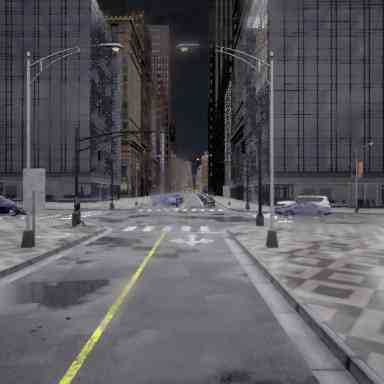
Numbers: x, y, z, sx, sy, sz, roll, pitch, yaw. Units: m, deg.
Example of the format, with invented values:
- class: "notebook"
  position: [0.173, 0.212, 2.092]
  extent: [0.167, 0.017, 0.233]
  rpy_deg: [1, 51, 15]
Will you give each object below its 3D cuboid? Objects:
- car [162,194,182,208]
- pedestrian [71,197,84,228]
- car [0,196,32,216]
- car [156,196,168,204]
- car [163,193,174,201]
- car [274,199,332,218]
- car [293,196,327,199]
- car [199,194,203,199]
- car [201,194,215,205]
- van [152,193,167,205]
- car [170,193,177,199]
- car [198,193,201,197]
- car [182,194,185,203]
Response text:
- class: "car"
  position: [-2.911, 1.433, 48.500]
  extent: [1.882, 1.535, 5.008]
  rpy_deg: [0, 0, 0]
- class: "pedestrian"
  position: [-6.577, 1.135, 19.062]
  extent: [0.375, 1.860, 0.375]
  rpy_deg: [0, 0, 0]
- class: "car"
  position: [-16.317, 1.135, 28.669]
  extent: [4.553, 1.767, 2.097]
  rpy_deg: [1, 0, 0]
- class: "car"
  position: [-5.586, 1.513, 61.650]
  extent: [1.802, 1.307, 4.206]
  rpy_deg: [0, 0, 0]
- class: "car"
  position: [-5.469, 1.205, 78.595]
  extent: [2.192, 1.841, 5.009]
  rpy_deg: [0, 0, 0]
- class: "car"
  position: [10.509, 1.699, 31.958]
  extent: [5.357, 1.411, 2.033]
  rpy_deg: [1, 0, 0]
- class: "car"
  position: [11.693, 1.400, 35.215]
  extent: [5.566, 2.045, 2.150]
  rpy_deg: [1, 0, 1]
- class: "car"
  position: [3.015, 1.487, 72.891]
  extent: [1.802, 1.307, 4.206]
  rpy_deg: [0, 0, 0]
- class: "car"
  position: [2.901, 1.508, 55.944]
  extent: [1.947, 1.339, 4.313]
  rpy_deg: [0, 0, 0]
- class: "van"
  position: [-5.624, 1.284, 56.001]
  extent: [1.690, 1.788, 3.998]
  rpy_deg: [0, 0, 0]
- class: "car"
  position: [-5.355, 1.179, 95.436]
  extent: [1.690, 1.788, 3.998]
  rpy_deg: [0, 0, 0]
- class: "car"
  position: [3.093, 1.418, 84.189]
  extent: [1.887, 1.381, 4.507]
  rpy_deg: [0, 0, 0]
- class: "car"
  position: [-2.829, 1.502, 58.459]
  extent: [1.994, 1.385, 4.181]
  rpy_deg: [0, 0, 1]
